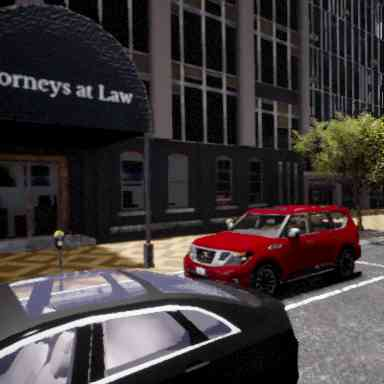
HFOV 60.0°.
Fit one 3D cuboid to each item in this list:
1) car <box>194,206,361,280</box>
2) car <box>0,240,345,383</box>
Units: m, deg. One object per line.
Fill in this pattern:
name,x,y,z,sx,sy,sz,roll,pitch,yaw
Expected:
car,2.217,1.292,8.291,5.009,1.841,2.192,0,-1,-36
car,-1.231,1.492,2.499,4.902,1.511,2.128,0,0,-36
